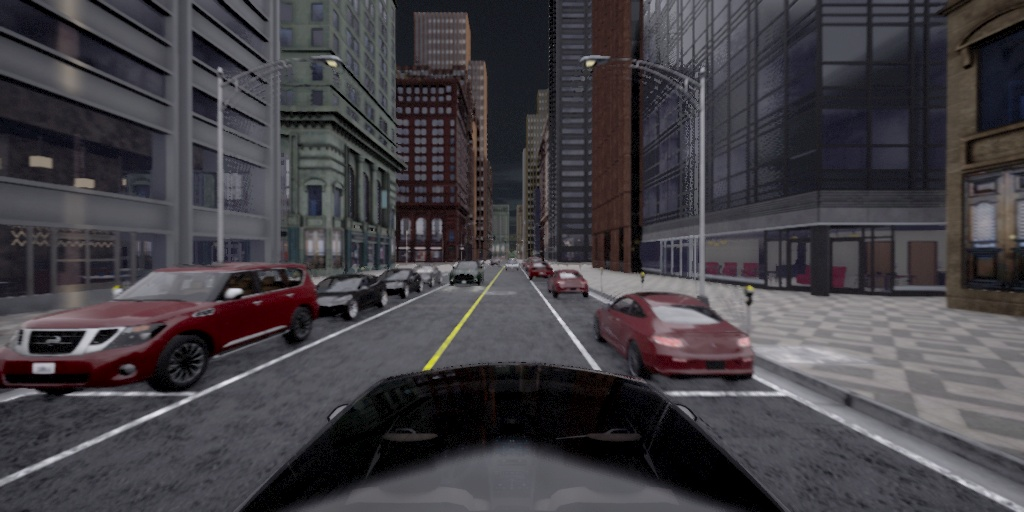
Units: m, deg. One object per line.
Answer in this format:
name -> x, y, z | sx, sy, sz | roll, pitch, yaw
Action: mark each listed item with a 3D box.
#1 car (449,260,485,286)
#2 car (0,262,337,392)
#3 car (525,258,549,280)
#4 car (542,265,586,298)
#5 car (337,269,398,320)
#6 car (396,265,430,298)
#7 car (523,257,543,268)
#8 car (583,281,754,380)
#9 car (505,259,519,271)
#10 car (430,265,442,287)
car -> -3.094, 1.095, 25.380 | 2.097, 1.767, 4.553 | 0, 0, 0
car -> -5.762, 1.063, 6.929 | 2.192, 1.841, 5.009 | 0, 0, 0
car -> 2.362, 1.221, 30.733 | 1.882, 1.535, 5.008 | 0, 0, 0
car -> 2.763, 1.326, 18.207 | 1.802, 1.307, 4.207 | 0, 0, 0
car -> -5.762, 1.312, 12.566 | 1.948, 1.339, 4.313 | 0, 0, 0
car -> -5.762, 1.310, 18.202 | 1.948, 1.339, 4.313 | 0, 0, 0
car -> 2.764, 1.060, 40.751 | 2.192, 1.841, 5.009 | 0, 0, 0
car -> 2.763, 1.330, 6.935 | 1.802, 1.307, 4.207 | 0, 0, 0
car -> 0.013, 1.351, 50.267 | 1.895, 1.301, 4.718 | 0, 0, 0
car -> -5.762, 1.294, 23.838 | 2.007, 1.370, 4.403 | 0, 0, 0
